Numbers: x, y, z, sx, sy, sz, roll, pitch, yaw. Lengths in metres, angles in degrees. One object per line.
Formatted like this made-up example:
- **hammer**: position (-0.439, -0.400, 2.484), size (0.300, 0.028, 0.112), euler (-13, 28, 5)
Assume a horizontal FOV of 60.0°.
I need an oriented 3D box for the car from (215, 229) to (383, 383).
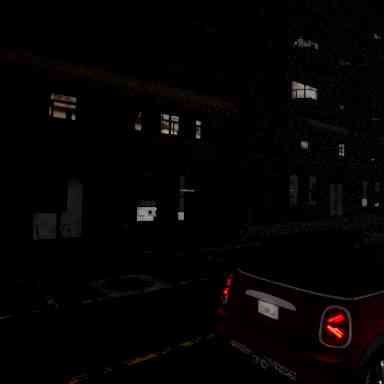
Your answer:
- **car**: position (2.594, 1.355, 5.012), size (4.553, 1.767, 2.097), euler (0, 0, -35)
